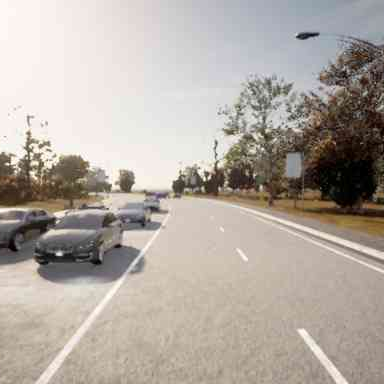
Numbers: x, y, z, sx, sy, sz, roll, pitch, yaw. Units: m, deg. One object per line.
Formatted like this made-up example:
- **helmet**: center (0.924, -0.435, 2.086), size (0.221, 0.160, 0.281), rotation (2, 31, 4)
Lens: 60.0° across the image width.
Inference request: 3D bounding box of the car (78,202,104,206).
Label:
- **car**: center (-7.239, 1.406, 23.539), size (1.895, 1.301, 4.718), rotation (0, 1, -1)

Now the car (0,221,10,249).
- **car**: center (-3.604, 1.336, 2.337), size (2.097, 1.767, 4.553), rotation (0, 0, 0)

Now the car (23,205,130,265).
- **car**: center (-3.626, 1.423, 11.484), size (1.837, 1.490, 4.892), rotation (0, 0, 0)

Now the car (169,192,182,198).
- **car**: center (-3.876, 0.721, 75.466), size (1.895, 1.301, 4.718), rotation (0, 1, -18)

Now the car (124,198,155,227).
- **car**: center (-3.708, 1.353, 21.441), size (1.812, 1.442, 4.674), rotation (0, 1, 0)

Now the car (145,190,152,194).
- **car**: center (-10.425, 0.365, 83.847), size (1.882, 1.535, 5.008), rotation (0, 1, -22)

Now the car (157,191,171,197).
- **car**: center (-7.190, 0.412, 85.187), size (2.033, 1.411, 5.357), rotation (0, 1, -22)

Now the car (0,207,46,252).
- **car**: center (-7.134, 1.394, 13.507), size (2.128, 1.511, 4.902), rotation (0, 0, 0)

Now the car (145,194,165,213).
- **car**: center (-4.041, 1.238, 33.071), size (2.033, 1.411, 5.357), rotation (0, 1, -2)

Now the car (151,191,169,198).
- **car**: center (-7.130, 0.615, 74.159), size (1.882, 1.535, 5.008), rotation (0, 1, -18)
